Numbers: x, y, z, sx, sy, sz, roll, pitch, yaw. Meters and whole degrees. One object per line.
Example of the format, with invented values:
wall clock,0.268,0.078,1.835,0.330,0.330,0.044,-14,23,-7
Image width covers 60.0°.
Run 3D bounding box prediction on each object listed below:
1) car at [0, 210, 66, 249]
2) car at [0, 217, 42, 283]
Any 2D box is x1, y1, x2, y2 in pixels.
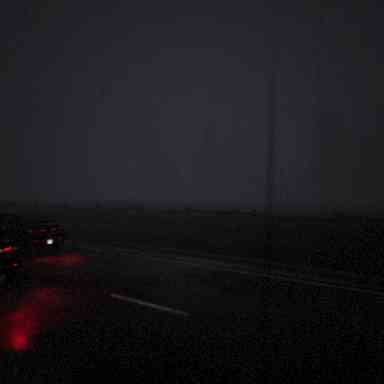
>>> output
car,-7.045,1.500,13.298,4.892,1.490,1.837,1,0,36
car,-6.200,1.488,8.382,4.902,1.511,2.128,0,0,36
